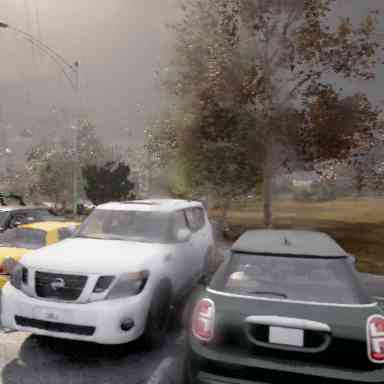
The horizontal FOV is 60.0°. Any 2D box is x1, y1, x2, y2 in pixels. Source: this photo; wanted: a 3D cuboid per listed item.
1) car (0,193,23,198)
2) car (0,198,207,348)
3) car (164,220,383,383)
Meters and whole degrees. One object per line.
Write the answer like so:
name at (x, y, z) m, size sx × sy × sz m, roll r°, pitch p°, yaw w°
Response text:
car at (-8.341, 1.063, 11.878) m, size 2.435 × 2.045 × 5.566 m, roll 2°, pitch 0°, yaw 14°
car at (-1.015, 1.200, 6.796) m, size 2.435 × 2.045 × 5.566 m, roll 1°, pitch 0°, yaw 15°
car at (1.408, 1.352, 5.080) m, size 2.185 × 1.767 × 4.553 m, roll 1°, pitch 0°, yaw 15°
